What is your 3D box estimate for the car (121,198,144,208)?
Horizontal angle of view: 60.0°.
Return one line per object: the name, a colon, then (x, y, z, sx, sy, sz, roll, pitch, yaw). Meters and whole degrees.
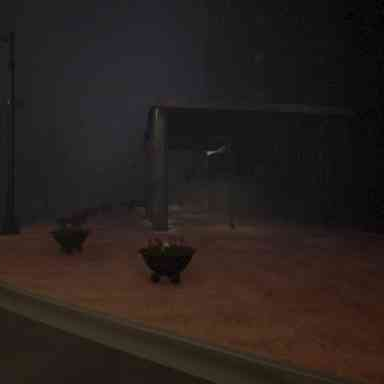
car: (-8.639, 1.591, 50.088, 2.128, 1.511, 4.902, 0, 0, 30)
